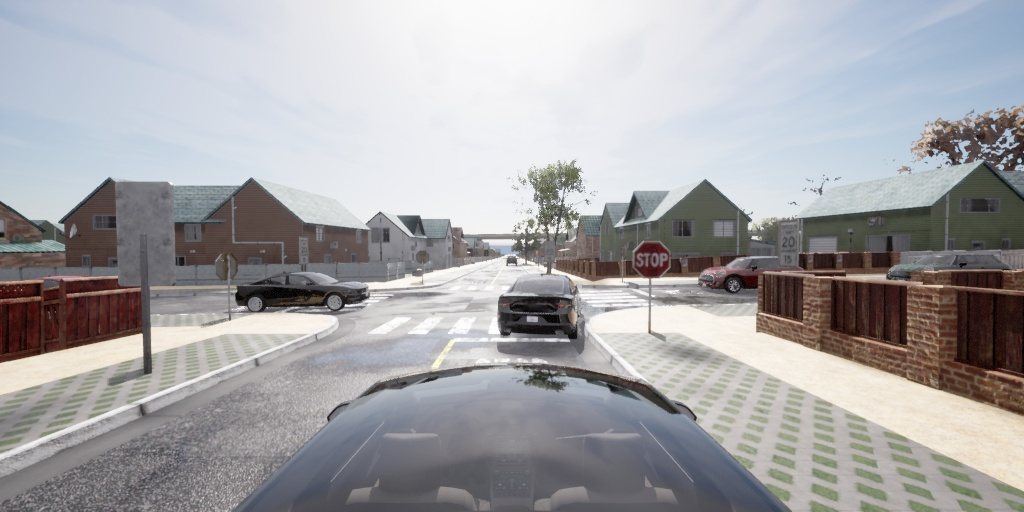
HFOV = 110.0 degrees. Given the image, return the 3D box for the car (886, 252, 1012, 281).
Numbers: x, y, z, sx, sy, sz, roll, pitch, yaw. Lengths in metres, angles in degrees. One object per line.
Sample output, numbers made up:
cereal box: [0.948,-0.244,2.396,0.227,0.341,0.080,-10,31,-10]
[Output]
car: [21.693,0.646,17.908,4.553,1.767,2.097,-1,2,0]

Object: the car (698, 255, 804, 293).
car: [11.798,0.820,17.831,4.553,1.767,2.097,-1,2,0]

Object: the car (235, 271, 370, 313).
car: [-8.475,1.376,14.738,5.008,1.535,1.882,-1,2,0]

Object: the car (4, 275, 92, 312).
car: [-18.028,1.546,14.670,5.008,1.535,1.882,-1,2,0]

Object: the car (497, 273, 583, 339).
car: [0.953,1.224,10.216,1.882,1.535,5.008,0,0,12]
